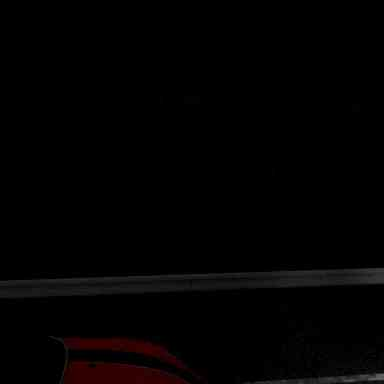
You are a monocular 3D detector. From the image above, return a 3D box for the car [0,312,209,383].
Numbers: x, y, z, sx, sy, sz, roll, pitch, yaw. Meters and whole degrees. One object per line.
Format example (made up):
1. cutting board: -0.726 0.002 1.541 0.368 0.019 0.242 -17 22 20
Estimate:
1. car: -1.880 1.352 1.634 4.553 1.767 2.097 0 0 -6
